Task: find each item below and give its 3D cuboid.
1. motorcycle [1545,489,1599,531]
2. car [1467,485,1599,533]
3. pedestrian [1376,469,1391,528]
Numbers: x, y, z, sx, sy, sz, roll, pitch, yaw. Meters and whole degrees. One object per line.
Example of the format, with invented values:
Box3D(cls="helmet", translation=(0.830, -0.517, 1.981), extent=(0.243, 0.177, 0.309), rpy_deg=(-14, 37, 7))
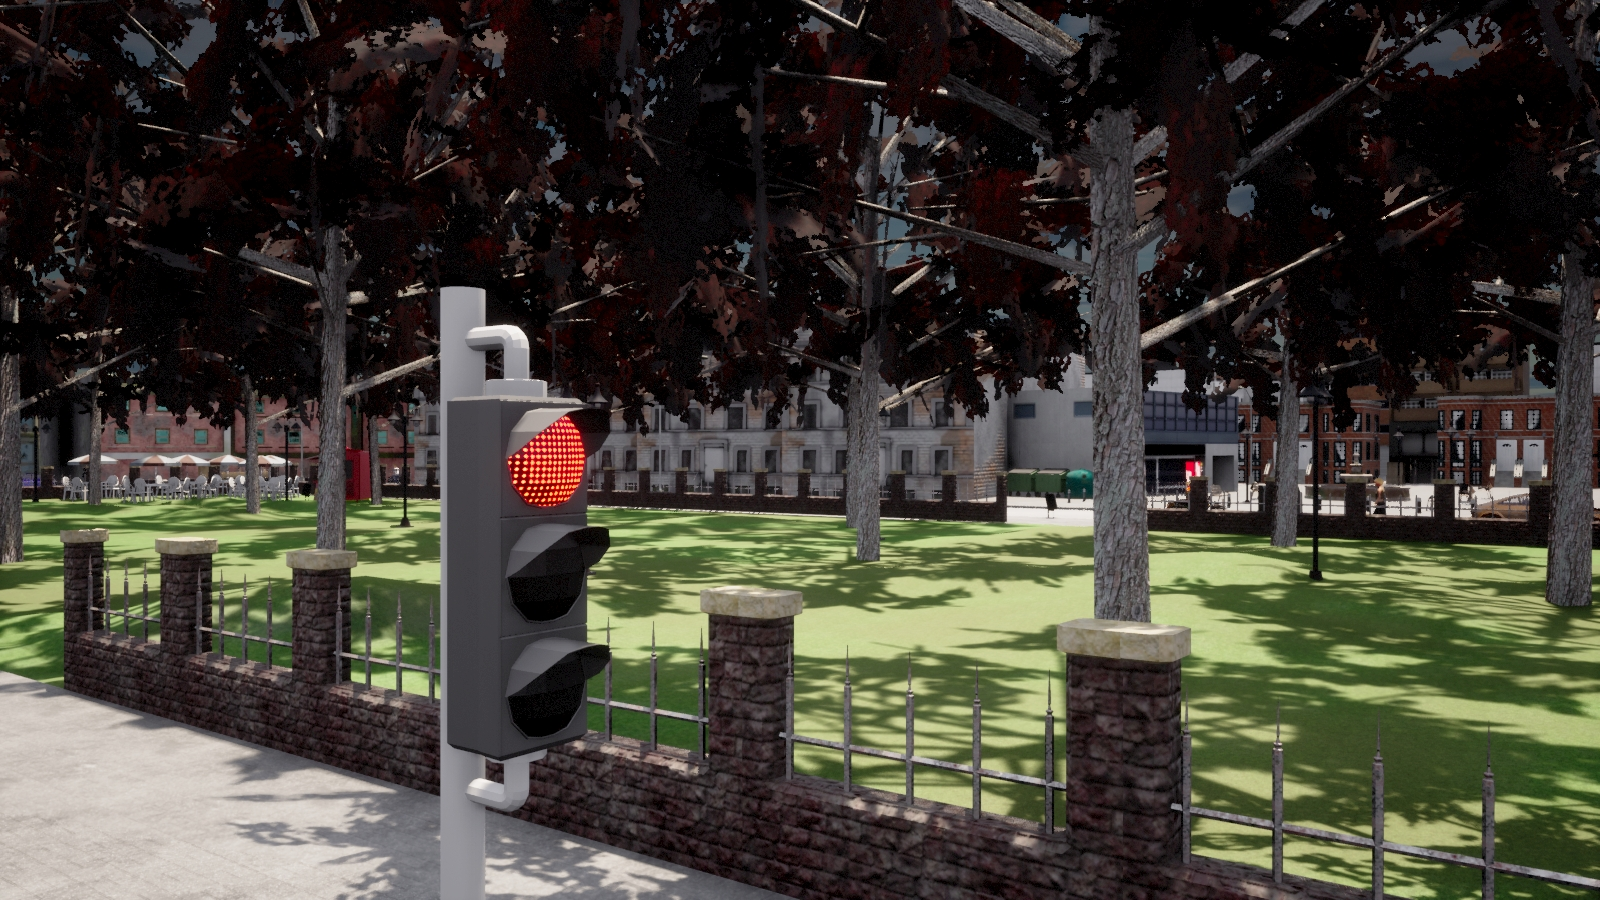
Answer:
Box3D(cls="motorcycle", translation=(25.489, 1.950, 36.881), extent=(2.356, 1.277, 0.764), rpy_deg=(0, 0, 36))
Box3D(cls="car", translation=(24.491, 1.898, 37.604), extent=(4.181, 1.385, 1.994), rpy_deg=(0, 0, 37))
Box3D(cls="pedestrian", translation=(18.413, 1.523, 36.075), extent=(0.375, 1.860, 0.375), rpy_deg=(0, 0, 36))
